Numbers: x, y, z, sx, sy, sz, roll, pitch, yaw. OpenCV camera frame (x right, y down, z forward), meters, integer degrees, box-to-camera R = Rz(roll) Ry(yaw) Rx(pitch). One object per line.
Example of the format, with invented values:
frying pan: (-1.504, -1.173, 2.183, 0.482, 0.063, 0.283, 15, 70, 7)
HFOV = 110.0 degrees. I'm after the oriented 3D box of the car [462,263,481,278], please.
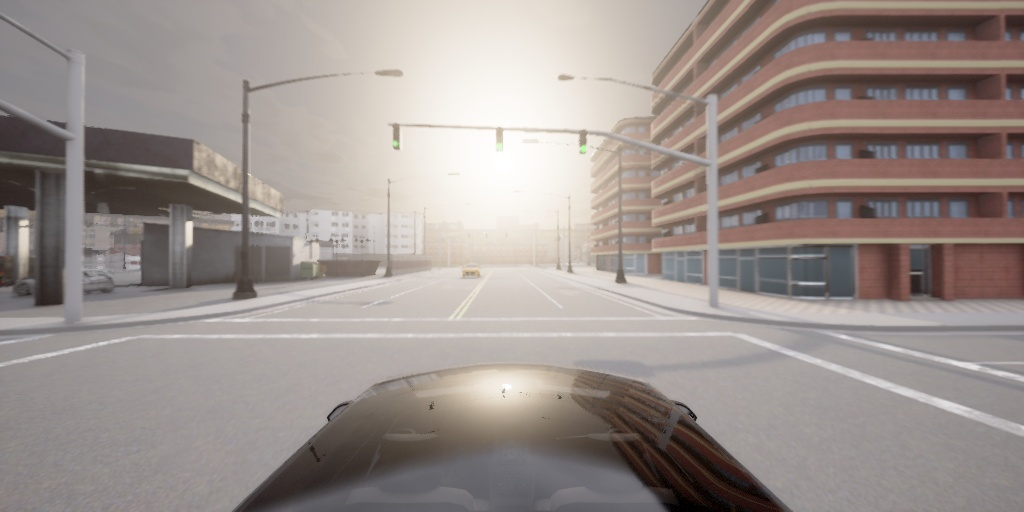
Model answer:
car: (-4.529, 1.574, 40.609, 1.882, 1.535, 5.008, 0, 0, -2)
